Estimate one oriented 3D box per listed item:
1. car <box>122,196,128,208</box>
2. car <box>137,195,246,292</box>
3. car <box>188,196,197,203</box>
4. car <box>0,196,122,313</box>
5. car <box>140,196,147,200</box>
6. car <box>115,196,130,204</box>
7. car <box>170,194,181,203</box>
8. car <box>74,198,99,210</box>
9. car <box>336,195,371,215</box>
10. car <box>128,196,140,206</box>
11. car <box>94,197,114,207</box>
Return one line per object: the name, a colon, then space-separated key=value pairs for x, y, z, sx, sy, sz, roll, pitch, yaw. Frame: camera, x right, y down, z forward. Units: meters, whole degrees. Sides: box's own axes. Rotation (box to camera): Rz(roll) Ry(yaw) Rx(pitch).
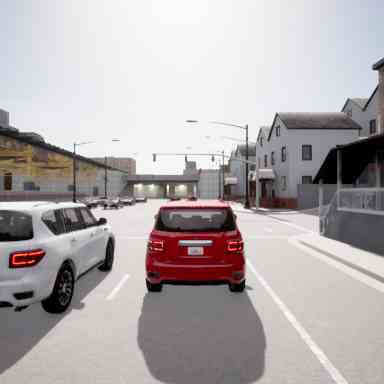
car: x=-10.495 y=1.490 z=44.660 sx=2.128 sy=1.511 sz=4.902 roll=0 pitch=0 yaw=0
car: x=0.099 y=1.221 z=9.049 sx=2.150 sy=2.045 sz=5.566 roll=0 pitch=0 yaw=1
car: x=0.160 y=1.501 z=69.203 sx=1.837 sy=1.490 sz=4.892 roll=0 pitch=0 yaw=0
car: x=-3.409 y=1.221 z=7.786 sx=2.150 sy=2.045 sz=5.566 roll=0 pitch=0 yaw=1
car: x=-10.344 y=1.545 z=68.199 sx=2.033 sy=1.411 sz=5.357 roll=0 pitch=0 yaw=0
car: x=-13.859 y=1.503 z=66.628 sx=1.837 sy=1.490 sz=4.892 roll=0 pitch=0 yaw=1
car: x=-3.338 y=1.350 z=69.181 sx=2.097 sy=1.767 sz=4.553 roll=0 pitch=0 yaw=0
car: x=-13.996 y=1.562 z=44.248 sx=1.994 sy=1.385 sz=4.181 roll=0 pitch=0 yaw=0
car: x=14.228 y=1.056 z=28.743 sx=4.181 sy=1.385 sz=1.994 roll=-14 pitch=0 yaw=-1
car: x=-10.464 y=1.546 z=54.409 sx=2.033 sy=1.411 sz=5.357 roll=0 pitch=0 yaw=0
car: x=-13.965 y=1.524 z=52.989 sx=1.812 sy=1.442 sz=4.674 roll=0 pitch=0 yaw=0
